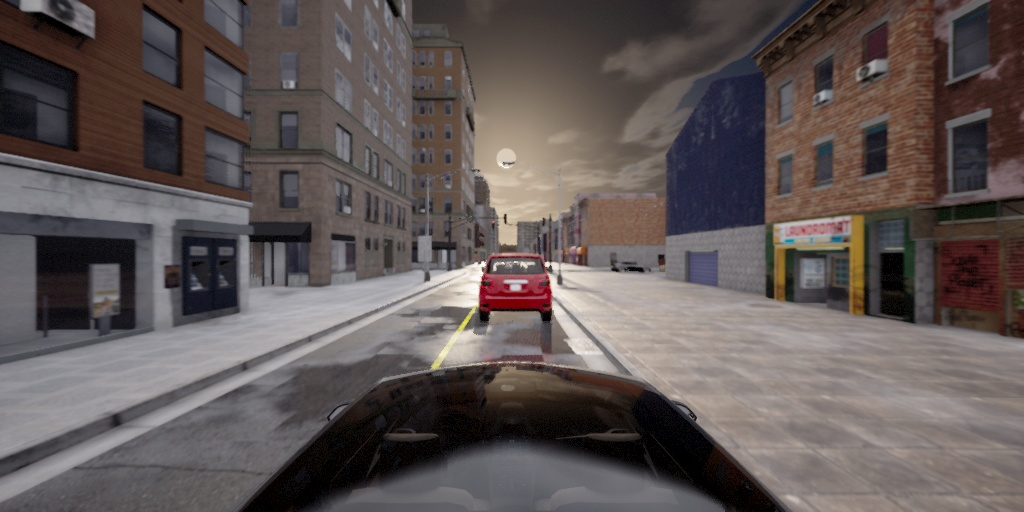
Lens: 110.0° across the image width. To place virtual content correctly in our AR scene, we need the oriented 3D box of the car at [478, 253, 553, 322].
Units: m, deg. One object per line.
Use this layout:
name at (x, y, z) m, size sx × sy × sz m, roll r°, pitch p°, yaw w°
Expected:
car at (0.097, 0.917, 12.240) m, size 2.150 × 2.045 × 5.566 m, roll 0°, pitch 0°, yaw 0°

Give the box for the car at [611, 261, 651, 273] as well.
car at (13.205, 1.246, 40.009) m, size 4.313 × 1.339 × 1.948 m, roll 0°, pitch 0°, yaw 0°

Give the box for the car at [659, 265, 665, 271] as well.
car at (18.998, 1.249, 40.024) m, size 4.829 × 1.417 × 1.751 m, roll 0°, pitch 0°, yaw 0°
